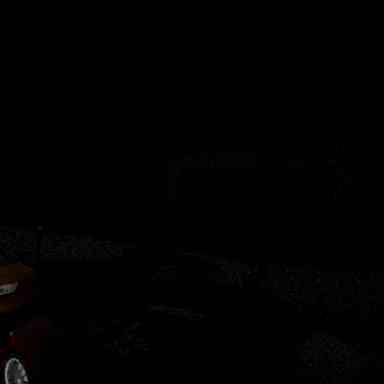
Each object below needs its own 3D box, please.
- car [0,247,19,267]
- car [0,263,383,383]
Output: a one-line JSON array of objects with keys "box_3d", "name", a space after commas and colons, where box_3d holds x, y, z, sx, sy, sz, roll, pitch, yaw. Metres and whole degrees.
[{"box_3d": [-4.841, 1.490, 6.545, 4.829, 1.417, 1.752, 0, 1, 36], "name": "car"}, {"box_3d": [-0.161, 1.573, 3.194, 4.206, 1.307, 1.802, 0, 1, 36], "name": "car"}]
